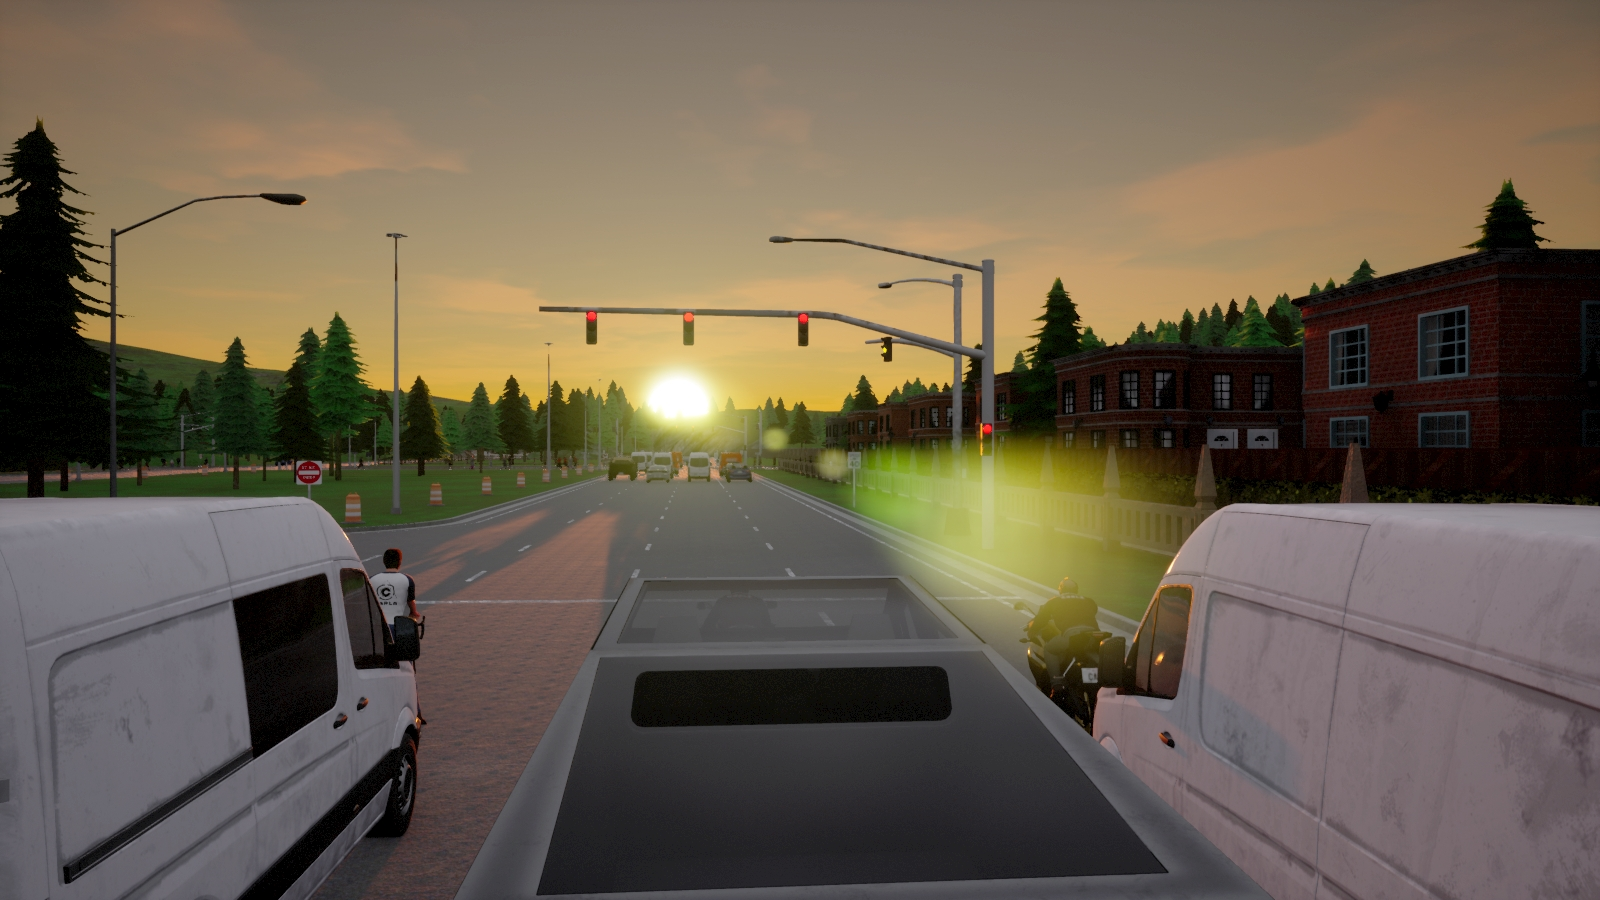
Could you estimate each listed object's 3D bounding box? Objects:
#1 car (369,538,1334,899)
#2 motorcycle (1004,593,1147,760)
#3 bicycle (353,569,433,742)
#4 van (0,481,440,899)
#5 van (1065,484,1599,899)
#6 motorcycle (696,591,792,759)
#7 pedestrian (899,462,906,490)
[{"bbox_3d":[-0.117,1.754,5.929,2.390,2.098,6.274,0,0,-5],"label":"car"},{"bbox_3d":[2.714,2.205,11.543,0.867,1.251,2.209,0,0,-2],"label":"motorcycle"},{"bbox_3d":[-4.173,2.056,11.794,0.373,1.496,1.643,0,0,-5],"label":"bicycle"},{"bbox_3d":[-3.677,1.534,6.378,1.988,2.561,5.915,0,0,-5],"label":"van"},{"bbox_3d":[3.020,1.534,5.590,1.988,2.561,5.915,0,0,-1],"label":"van"},{"bbox_3d":[-0.613,2.205,11.622,0.867,1.251,2.209,0,0,-6],"label":"motorcycle"},{"bbox_3d":[6.773,1.698,75.291,0.375,1.860,0.375,0,0,-5],"label":"pedestrian"}]
